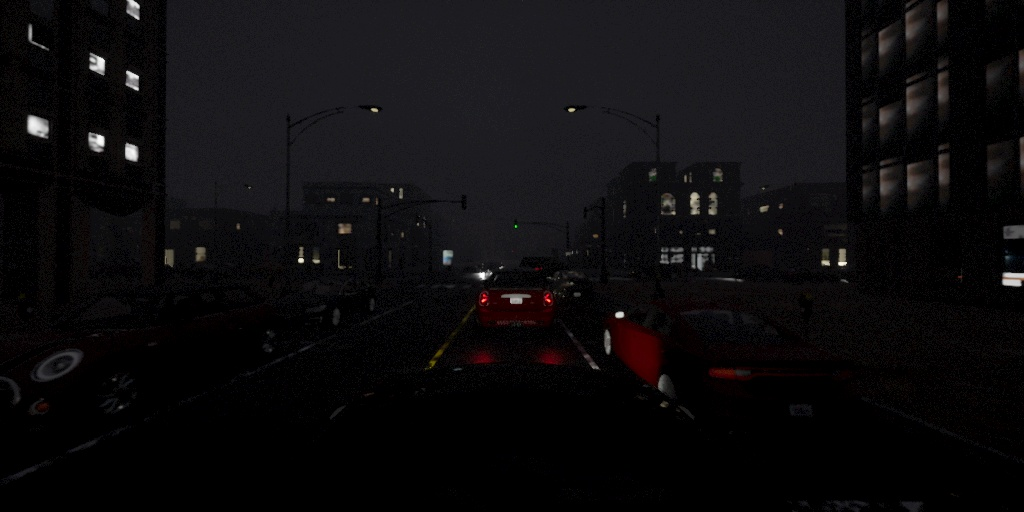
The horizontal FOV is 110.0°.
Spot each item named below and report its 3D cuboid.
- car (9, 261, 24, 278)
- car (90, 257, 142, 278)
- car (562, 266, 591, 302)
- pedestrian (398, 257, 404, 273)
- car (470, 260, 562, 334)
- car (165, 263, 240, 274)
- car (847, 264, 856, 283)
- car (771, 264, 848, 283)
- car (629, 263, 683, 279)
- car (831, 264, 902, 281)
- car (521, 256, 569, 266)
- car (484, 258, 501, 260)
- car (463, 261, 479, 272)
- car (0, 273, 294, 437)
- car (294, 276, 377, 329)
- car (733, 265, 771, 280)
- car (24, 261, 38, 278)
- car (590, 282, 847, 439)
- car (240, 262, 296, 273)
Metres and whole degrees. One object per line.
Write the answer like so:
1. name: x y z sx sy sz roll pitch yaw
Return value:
1. car: -42.023 1.184 29.613 4.507 1.381 1.888 0 0 1
2. car: -30.951 0.998 29.442 5.009 1.841 2.192 0 0 1
3. car: 2.691 1.346 16.952 2.007 1.370 4.403 0 0 0
4. pedestrian: -12.550 0.997 40.493 0.375 1.860 0.375 0 -1 1
5. car: 0.101 1.129 10.919 2.097 1.767 4.553 0 0 0
6. car: -25.414 1.257 29.357 4.403 1.370 2.007 0 0 1
7. car: 29.178 1.396 28.514 4.097 1.591 1.967 0 0 1
8. car: 23.644 1.511 28.564 4.207 1.307 1.802 0 0 1
9. car: 13.787 1.434 34.540 4.892 1.490 1.837 0 0 1
10. car: 33.729 1.532 34.231 4.892 1.490 1.837 0 0 1
11. car: 2.743 1.055 28.830 2.150 2.045 5.566 -2 -1 35
12. car: -3.068 1.486 58.281 1.994 1.385 4.181 0 0 0
13. car: -5.688 1.477 49.356 1.802 1.307 4.207 0 0 0
14. car: -5.689 1.201 5.586 1.967 1.591 4.097 0 0 0
15. car: -5.690 1.329 11.278 2.007 1.370 4.403 0 0 0
16. car: 23.633 1.541 34.389 4.181 1.385 1.994 0 0 2
17. car: -36.487 1.212 29.528 4.403 1.370 2.007 0 0 1
18. car: 2.691 1.307 5.568 1.888 1.381 4.507 0 0 0
19. car: -25.453 1.302 37.739 4.829 1.417 1.751 0 0 1
